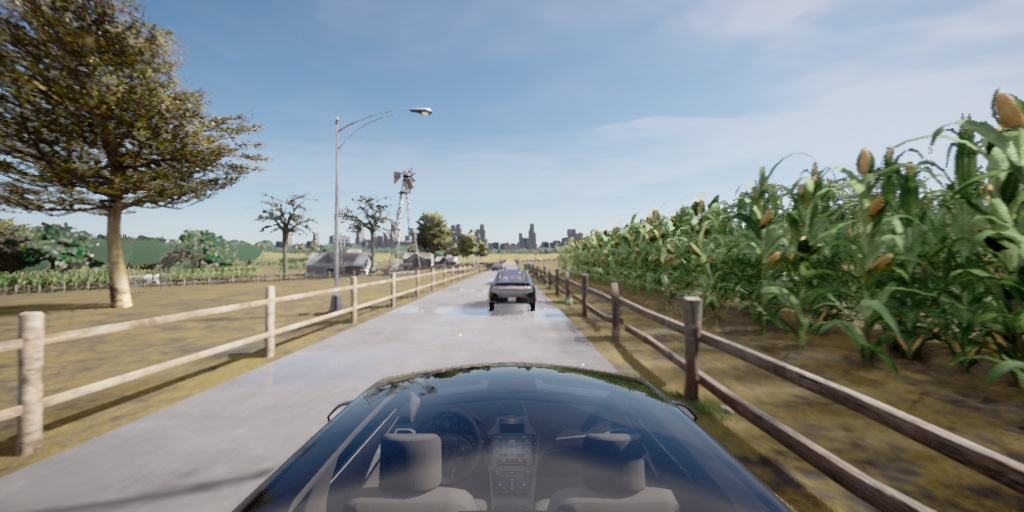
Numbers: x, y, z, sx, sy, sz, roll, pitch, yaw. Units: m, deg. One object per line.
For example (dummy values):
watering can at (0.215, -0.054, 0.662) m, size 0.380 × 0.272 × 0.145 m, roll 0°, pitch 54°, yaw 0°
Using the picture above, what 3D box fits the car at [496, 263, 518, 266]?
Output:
car at (0.011, 1.537, 30.376) m, size 2.128 × 1.511 × 4.902 m, roll 0°, pitch -1°, yaw 0°

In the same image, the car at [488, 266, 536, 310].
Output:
car at (0.016, 1.374, 15.366) m, size 2.128 × 1.511 × 4.902 m, roll 0°, pitch 0°, yaw 0°
